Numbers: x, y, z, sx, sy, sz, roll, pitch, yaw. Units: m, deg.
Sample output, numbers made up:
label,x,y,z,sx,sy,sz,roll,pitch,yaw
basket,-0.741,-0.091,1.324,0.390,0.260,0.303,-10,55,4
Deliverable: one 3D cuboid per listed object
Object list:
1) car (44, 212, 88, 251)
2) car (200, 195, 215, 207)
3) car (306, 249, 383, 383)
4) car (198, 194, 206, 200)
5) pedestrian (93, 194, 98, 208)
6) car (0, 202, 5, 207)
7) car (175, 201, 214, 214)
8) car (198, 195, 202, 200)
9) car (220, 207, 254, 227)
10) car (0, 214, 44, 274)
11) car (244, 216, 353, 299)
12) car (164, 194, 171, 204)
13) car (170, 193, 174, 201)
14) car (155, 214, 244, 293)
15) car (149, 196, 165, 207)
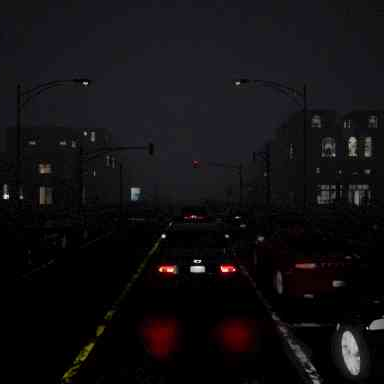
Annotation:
label,x,y,z,sx,sy,sz,roll,pitch,yaw
car,-5.692,1.552,14.025,2.008,1.369,4.403,0,0,0
car,2.672,1.572,52.094,1.947,1.339,4.313,0,0,0
car,2.694,1.551,2.628,2.008,1.369,4.403,0,0,0
car,2.656,1.458,90.747,1.967,1.590,4.097,0,0,0
pedestrian,-12.570,1.135,43.234,0.375,1.860,0.375,0,-1,1
car,-25.468,1.447,40.483,4.829,1.417,1.752,0,-1,1
car,0.092,1.507,19.499,1.837,1.490,4.892,0,0,0
car,2.667,1.590,63.136,1.802,1.307,4.206,0,0,0
car,2.687,1.553,19.704,2.008,1.369,4.403,0,0,0
car,-5.688,1.441,8.333,1.967,1.590,4.097,0,0,0
car,2.691,1.546,8.320,1.887,1.381,4.507,0,0,0
car,-5.713,1.559,63.147,2.008,1.369,4.403,0,0,0
car,-5.717,1.451,74.191,1.967,1.590,4.097,0,0,0
car,0.097,1.548,8.978,2.033,1.411,5.357,0,0,0
car,-5.708,1.588,52.103,1.802,1.307,4.206,0,0,0
